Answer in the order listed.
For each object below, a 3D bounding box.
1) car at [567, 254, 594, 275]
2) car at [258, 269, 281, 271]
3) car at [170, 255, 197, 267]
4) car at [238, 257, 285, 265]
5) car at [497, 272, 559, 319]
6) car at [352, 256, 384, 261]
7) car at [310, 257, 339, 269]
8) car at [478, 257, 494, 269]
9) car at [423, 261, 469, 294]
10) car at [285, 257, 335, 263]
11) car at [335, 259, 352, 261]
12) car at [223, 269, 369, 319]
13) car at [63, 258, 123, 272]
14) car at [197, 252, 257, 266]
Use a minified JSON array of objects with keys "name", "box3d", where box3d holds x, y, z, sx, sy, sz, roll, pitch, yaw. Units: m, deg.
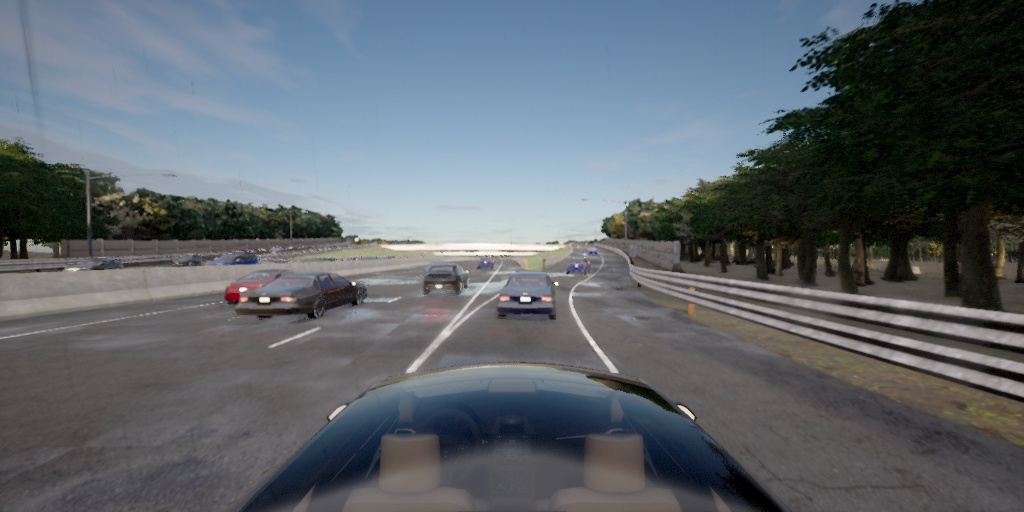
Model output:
[{"name":"car","box3d":[7.201,0.981,38.462,2.097,1.767,4.553,0,1,17]},{"name":"car","box3d":[-10.400,1.263,15.908,1.994,1.385,4.181,0,0,0]},{"name":"car","box3d":[-42.556,0.592,47.131,1.837,1.490,4.892,0,2,-18]},{"name":"car","box3d":[-24.646,1.116,36.373,2.128,1.511,4.902,0,0,0]},{"name":"car","box3d":[0.642,1.258,12.629,2.033,1.411,5.357,0,0,6]},{"name":"car","box3d":[-21.221,0.877,53.051,2.097,1.767,4.553,0,1,0]},{"name":"car","box3d":[-28.206,1.016,54.045,1.837,1.490,4.892,0,1,0]},{"name":"car","box3d":[-3.642,0.899,51.262,2.097,1.767,4.553,0,1,0]},{"name":"car","box3d":[-3.503,1.194,19.572,1.837,1.490,4.892,0,0,0]},{"name":"car","box3d":[-21.151,0.971,37.793,2.097,1.767,4.553,0,0,0]},{"name":"car","box3d":[-24.712,1.075,54.271,1.994,1.385,4.181,0,1,0]},{"name":"car","box3d":[-6.899,1.259,12.508,2.033,1.411,5.357,0,0,0]},{"name":"car","box3d":[-37.329,0.984,32.112,2.128,1.511,4.902,0,1,-20]},{"name":"car","box3d":[-28.145,0.846,36.253,2.150,2.045,5.566,0,0,0]}]
